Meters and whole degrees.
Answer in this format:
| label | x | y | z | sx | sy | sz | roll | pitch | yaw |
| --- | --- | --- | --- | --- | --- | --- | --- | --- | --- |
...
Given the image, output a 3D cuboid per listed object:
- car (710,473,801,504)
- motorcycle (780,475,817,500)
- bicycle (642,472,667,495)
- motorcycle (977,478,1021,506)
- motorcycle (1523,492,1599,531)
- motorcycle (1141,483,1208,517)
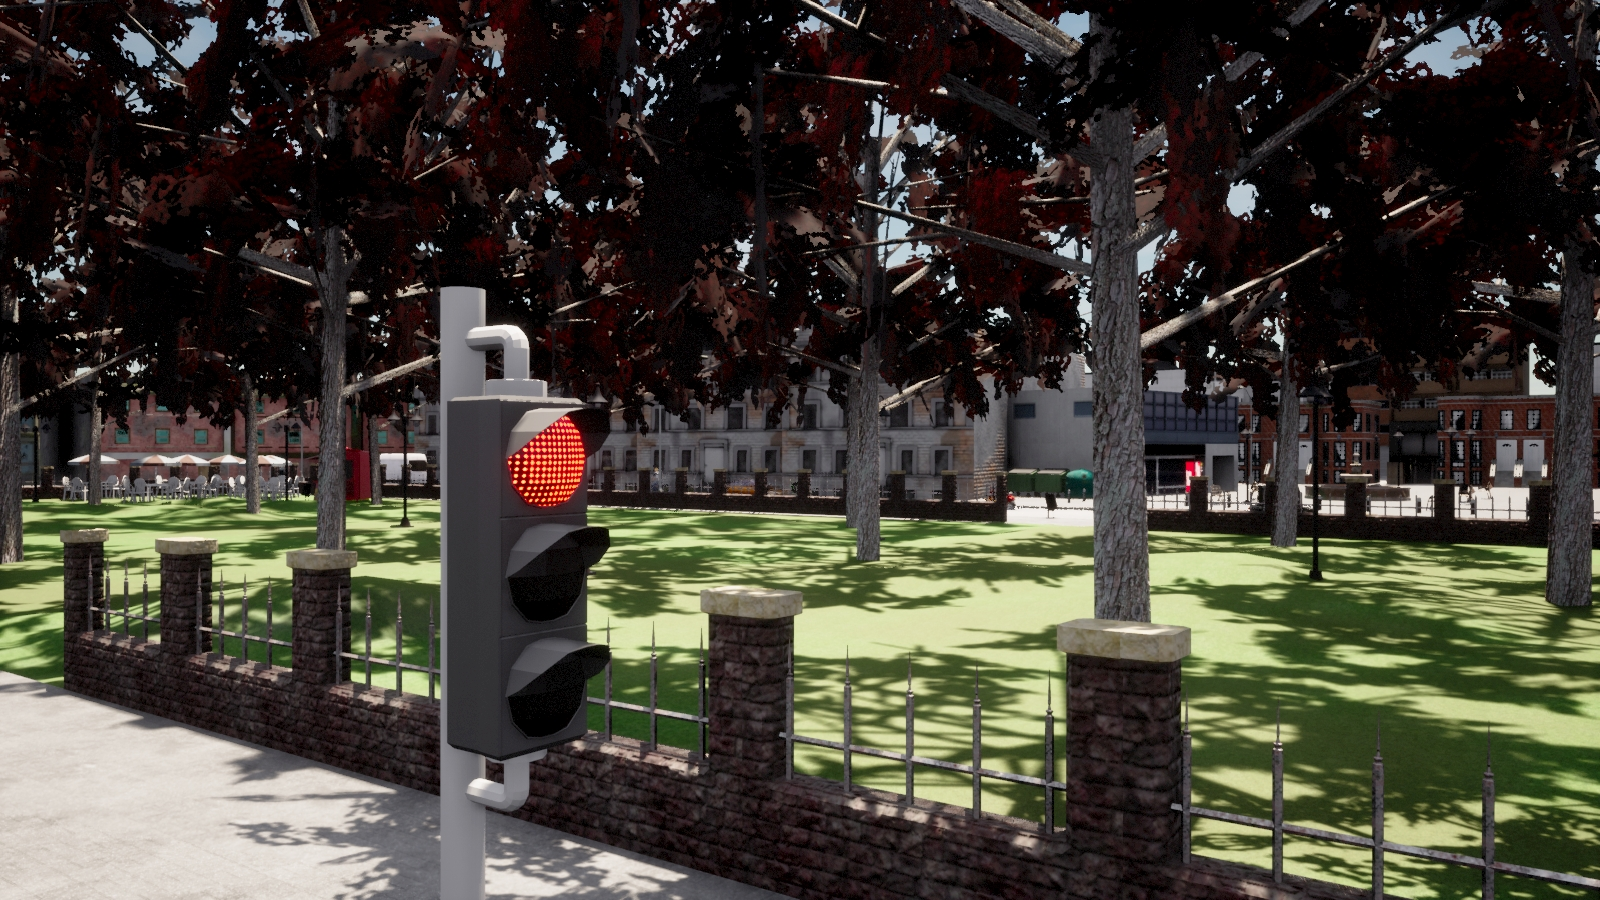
| label | x | y | z | sx | sy | sz | roll | pitch | yaw |
| --- | --- | --- | --- | --- | --- | --- | --- | --- | --- |
| car | -2.240 | 1.898 | 57.055 | 4.181 | 1.385 | 1.994 | 0 | 0 | 36 |
| motorcycle | -0.083 | 1.962 | 60.409 | 1.805 | 1.236 | 0.856 | 0 | 0 | 36 |
| bicycle | -8.487 | 1.935 | 66.535 | 1.643 | 1.296 | 0.373 | 0 | 0 | 36 |
| motorcycle | 9.327 | 1.962 | 53.567 | 1.805 | 1.236 | 0.856 | 0 | 0 | 36 |
| motorcycle | 24.858 | 1.993 | 37.348 | 2.033 | 1.145 | 0.803 | 0 | 0 | 36 |
| motorcycle | 14.659 | 1.949 | 44.770 | 2.356 | 1.277 | 0.764 | -1 | 0 | 36 |
